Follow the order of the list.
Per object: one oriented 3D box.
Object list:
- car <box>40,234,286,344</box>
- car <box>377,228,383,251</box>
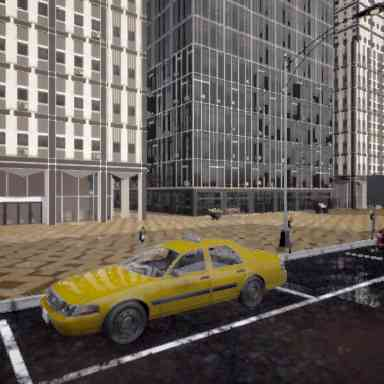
[{"bbox_3d":[-0.242,1.525,6.388,4.829,1.417,1.752,0,0,-35],"label":"car"},{"bbox_3d":[8.905,1.547,12.913,4.507,1.381,1.887,0,0,-35],"label":"car"}]
